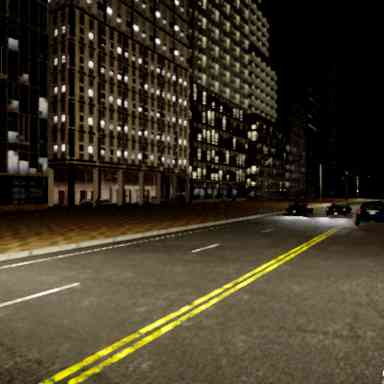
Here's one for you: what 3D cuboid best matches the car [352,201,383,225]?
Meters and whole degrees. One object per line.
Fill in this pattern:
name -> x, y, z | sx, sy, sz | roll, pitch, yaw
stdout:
car -> 13.193, 1.427, 24.051 | 2.097, 1.767, 4.553 | 0, 0, 32

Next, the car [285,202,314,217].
car -> 10.509, 1.621, 32.351 | 1.994, 1.385, 4.181 | 0, 0, 32

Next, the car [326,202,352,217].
car -> 14.327, 1.682, 32.316 | 1.895, 1.301, 4.718 | 0, 0, 32
